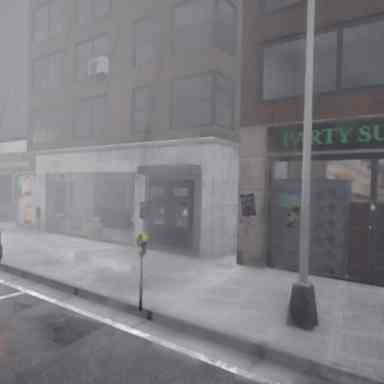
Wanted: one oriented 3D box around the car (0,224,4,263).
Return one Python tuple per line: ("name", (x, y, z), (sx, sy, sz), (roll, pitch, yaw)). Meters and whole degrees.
("car", (-6.784, 0.947, 8.092), (5.566, 2.045, 2.150), (2, 1, 35))
